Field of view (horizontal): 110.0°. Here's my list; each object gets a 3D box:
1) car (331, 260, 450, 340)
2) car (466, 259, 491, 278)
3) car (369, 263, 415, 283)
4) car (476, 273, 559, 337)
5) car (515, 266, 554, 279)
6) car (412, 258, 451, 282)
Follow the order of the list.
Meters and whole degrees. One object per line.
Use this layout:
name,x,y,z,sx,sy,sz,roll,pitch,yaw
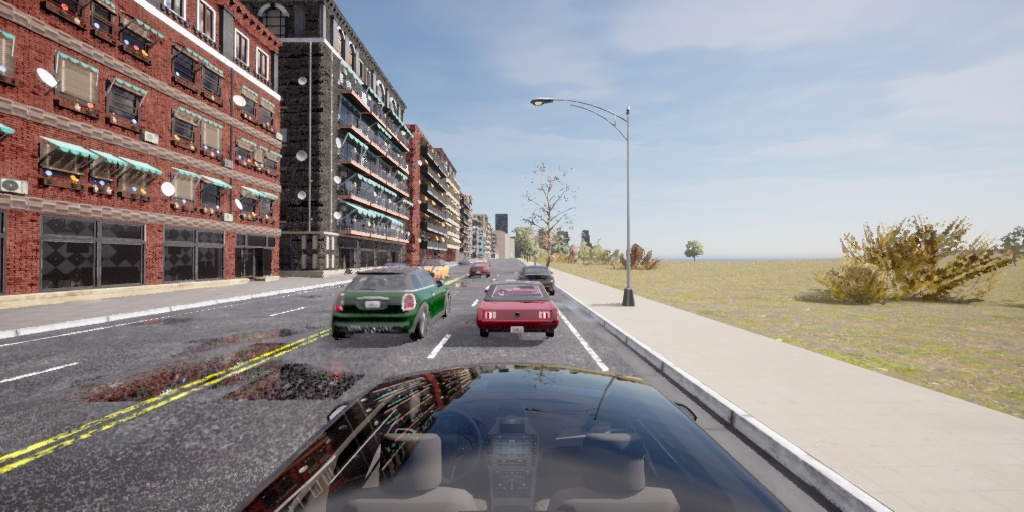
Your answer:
car,-3.115,1.104,10.167,2.097,1.767,4.553,0,0,0
car,-3.007,1.277,34.421,1.812,1.442,4.674,0,0,0
car,-9.726,1.299,29.558,2.033,1.411,5.357,0,0,0
car,0.136,1.352,10.224,1.895,1.301,4.718,0,0,0
car,1.215,1.257,19.424,1.837,1.490,4.892,0,0,0
car,-6.477,1.104,29.379,2.097,1.767,4.553,0,0,0
